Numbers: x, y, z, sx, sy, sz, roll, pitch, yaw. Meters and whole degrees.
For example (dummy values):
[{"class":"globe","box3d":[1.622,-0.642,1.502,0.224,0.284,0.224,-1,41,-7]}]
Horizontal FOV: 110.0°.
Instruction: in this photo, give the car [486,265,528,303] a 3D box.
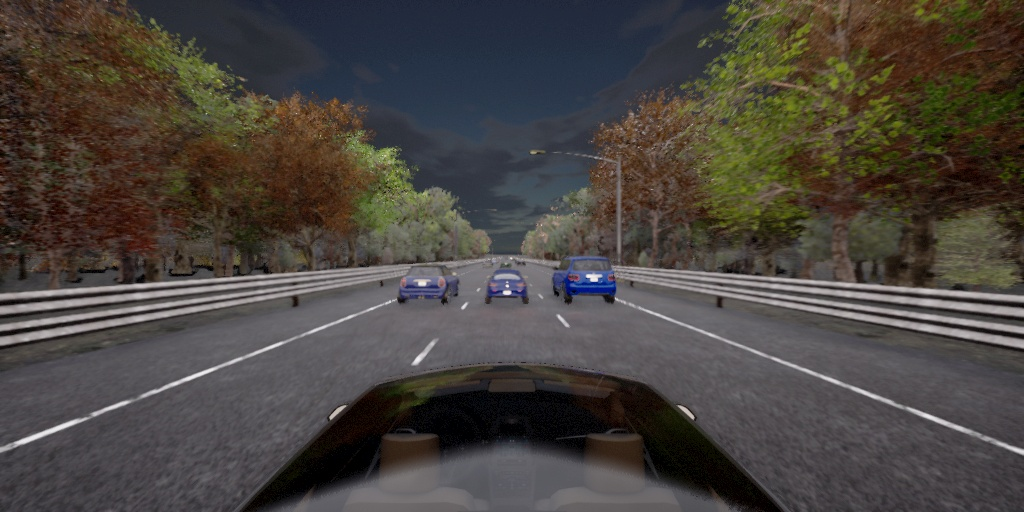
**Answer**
[{"class":"car","box3d":[-0.234,1.349,17.028,1.812,1.442,4.674,0,0,-1]}]

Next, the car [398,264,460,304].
[{"class":"car","box3d":[-3.731,1.169,16.873,2.097,1.767,4.553,0,0,-1]}]

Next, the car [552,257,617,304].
[{"class":"car","box3d":[3.267,1.051,17.135,2.150,2.045,5.566,0,0,-1]}]
